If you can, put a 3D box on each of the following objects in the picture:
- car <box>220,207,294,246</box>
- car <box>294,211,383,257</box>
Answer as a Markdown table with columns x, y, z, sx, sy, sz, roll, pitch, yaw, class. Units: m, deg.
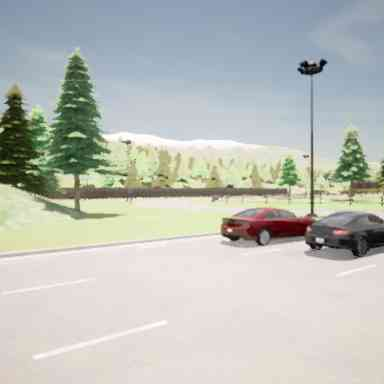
| x | y | z | sx | sy | sz | roll | pitch | yaw | class |
| --- | --- | --- | --- | --- | --- | --- | --- | --- | --- |
| 3.560 | 1.402 | 14.922 | 5.008 | 1.535 | 1.882 | 0 | 0 | -35 | car |
| 6.161 | 1.446 | 12.468 | 4.674 | 1.442 | 1.812 | 0 | 0 | -35 | car |
